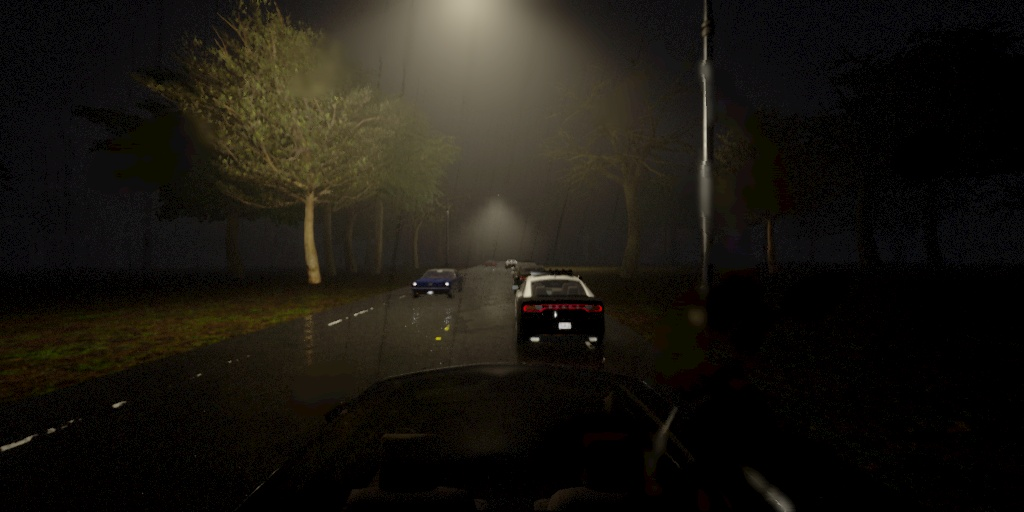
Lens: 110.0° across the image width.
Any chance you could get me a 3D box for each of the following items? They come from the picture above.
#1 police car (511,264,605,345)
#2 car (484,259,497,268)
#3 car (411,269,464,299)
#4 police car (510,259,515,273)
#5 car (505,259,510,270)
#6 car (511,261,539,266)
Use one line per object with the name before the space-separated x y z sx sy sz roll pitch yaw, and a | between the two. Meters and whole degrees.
police car | 1.033 1.165 9.623 1.930 1.638 5.238 0 0 0
car | -3.684 1.275 62.068 1.994 1.385 4.181 0 0 0
car | -3.634 1.330 18.192 1.895 1.301 4.718 0 0 0
police car | 1.001 1.147 25.626 1.930 1.638 5.238 0 0 0
car | -0.037 1.311 52.779 1.895 1.301 4.718 0 0 0
car | 1.013 1.234 19.516 1.837 1.490 4.892 0 0 0
